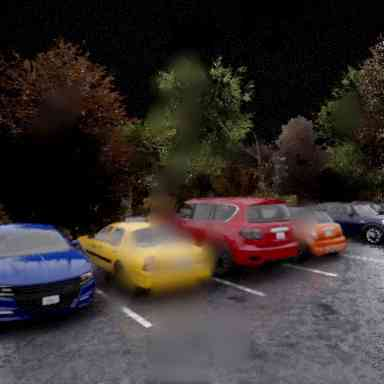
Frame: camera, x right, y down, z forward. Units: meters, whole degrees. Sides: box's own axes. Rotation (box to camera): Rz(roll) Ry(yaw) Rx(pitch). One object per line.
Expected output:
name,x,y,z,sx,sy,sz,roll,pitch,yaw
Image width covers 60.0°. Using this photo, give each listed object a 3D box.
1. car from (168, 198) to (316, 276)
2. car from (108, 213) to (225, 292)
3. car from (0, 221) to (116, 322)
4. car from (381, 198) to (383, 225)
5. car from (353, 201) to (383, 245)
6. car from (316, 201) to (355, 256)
car,0.687,1.197,10.587,2.435,2.045,5.566,0,0,-36
car,-1.670,1.458,9.098,1.946,1.575,5.366,0,0,-36
car,-3.730,1.474,7.406,2.097,1.535,5.008,0,0,-36
car,14.424,1.242,20.320,2.185,1.767,4.553,0,0,-36
car,7.485,1.283,15.444,2.185,1.767,4.553,0,0,-36
car,3.090,1.309,12.229,2.185,1.767,4.553,0,0,-36
